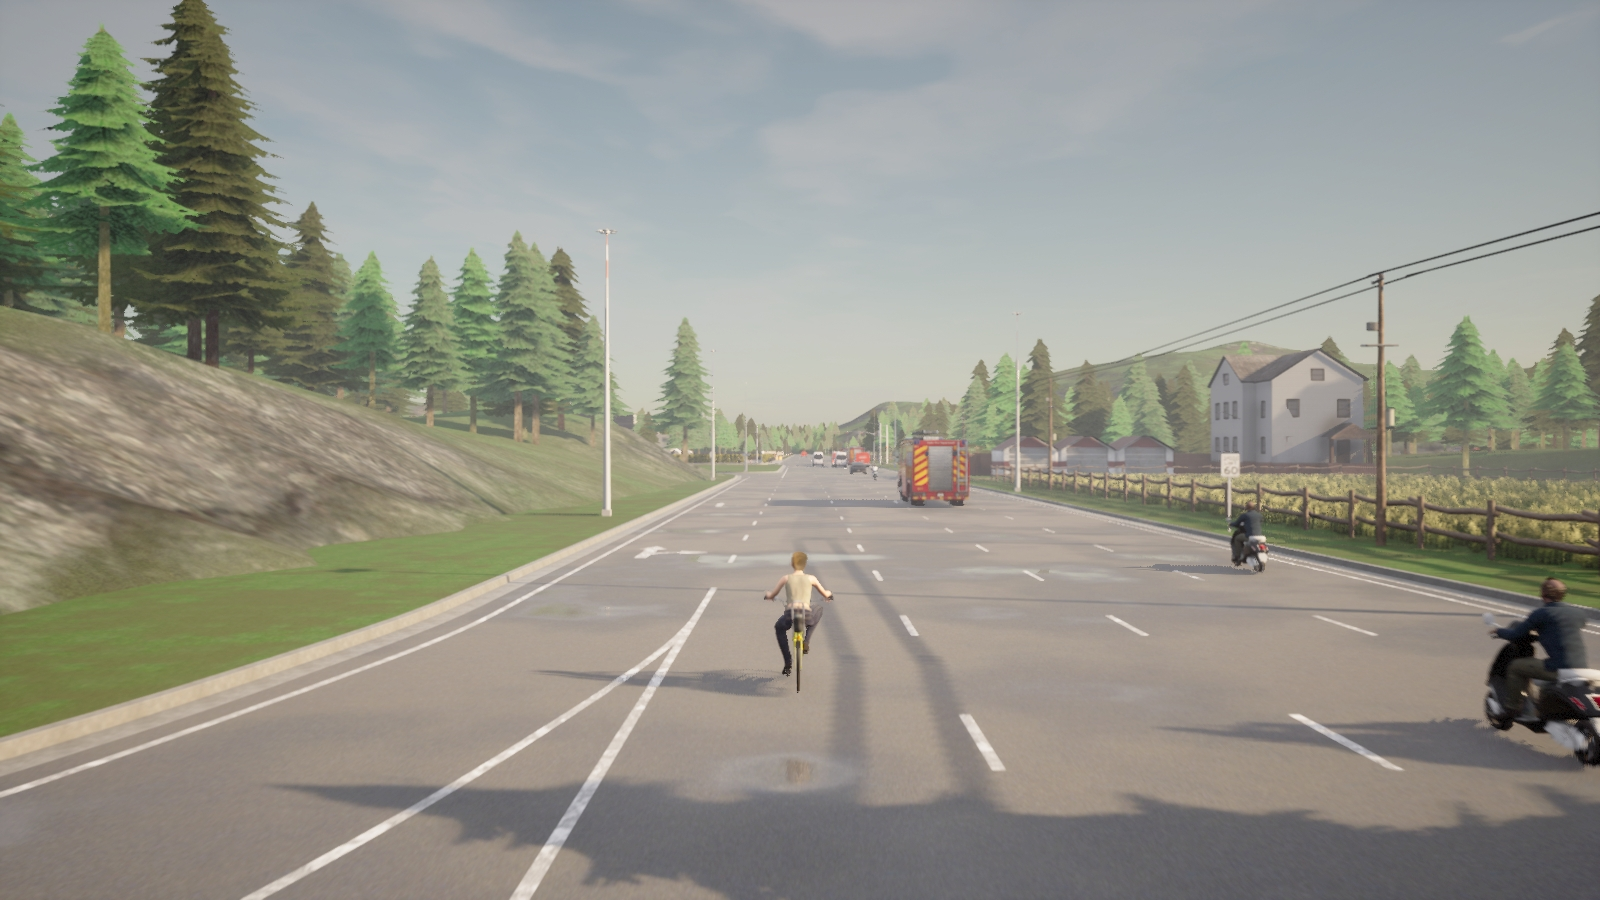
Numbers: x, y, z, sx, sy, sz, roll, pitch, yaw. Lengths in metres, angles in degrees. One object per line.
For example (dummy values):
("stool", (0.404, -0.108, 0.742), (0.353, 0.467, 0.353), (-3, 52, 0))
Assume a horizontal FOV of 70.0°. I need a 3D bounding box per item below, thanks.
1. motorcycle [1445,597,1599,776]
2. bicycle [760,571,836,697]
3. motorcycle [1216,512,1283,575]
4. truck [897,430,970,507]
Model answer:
("motorcycle", (6.999, 2.150, 10.739), (0.856, 1.316, 1.805), (0, 0, 0))
("bicycle", (-0.017, 2.168, 13.706), (0.859, 1.276, 1.487), (0, 0, 0))
("motorcycle", (10.495, 2.161, 26.745), (0.856, 1.316, 1.805), (0, 0, 0))
("truck", (6.996, 0.934, 60.883), (2.891, 3.827, 8.468), (0, 0, 0))
